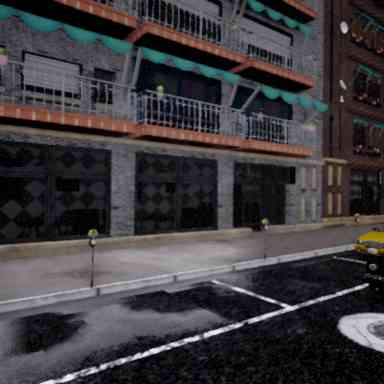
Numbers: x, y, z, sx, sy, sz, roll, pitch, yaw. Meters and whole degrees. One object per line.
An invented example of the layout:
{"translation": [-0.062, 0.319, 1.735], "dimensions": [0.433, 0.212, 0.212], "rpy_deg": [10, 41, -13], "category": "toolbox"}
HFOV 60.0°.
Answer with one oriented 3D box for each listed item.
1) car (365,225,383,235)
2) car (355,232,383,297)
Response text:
{"translation": [7.768, 1.588, 12.095], "dimensions": [4.829, 1.417, 1.752], "rpy_deg": [0, 0, -36], "category": "car"}
{"translation": [5.892, 1.644, 7.537], "dimensions": [4.718, 1.301, 1.895], "rpy_deg": [0, 0, -36], "category": "car"}
